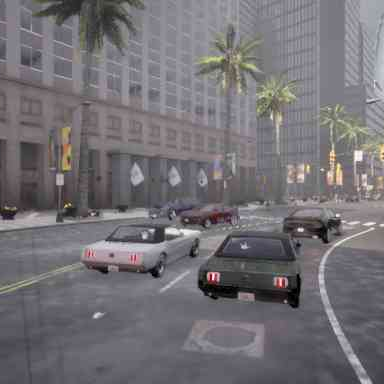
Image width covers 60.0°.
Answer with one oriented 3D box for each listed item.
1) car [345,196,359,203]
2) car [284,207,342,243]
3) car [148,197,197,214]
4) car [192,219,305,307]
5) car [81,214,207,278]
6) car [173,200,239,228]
[{"bbox_3d":[34.834,1.513,72.205,2.161,1.482,4.786,0,0,40],"label":"car"},{"bbox_3d":[6.032,1.478,16.359,1.882,1.535,5.008,0,0,34],"label":"car"},{"bbox_3d":[-1.163,1.073,24.806,2.097,1.767,4.553,0,0,40],"label":"car"},{"bbox_3d":[1.668,1.601,8.107,1.895,1.301,4.718,0,0,18],"label":"car"},{"bbox_3d":[-1.208,1.601,10.305,1.895,1.301,4.718,0,0,19],"label":"car"},{"bbox_3d":[1.262,1.480,22.217,1.882,1.535,5.008,0,0,39],"label":"car"}]
